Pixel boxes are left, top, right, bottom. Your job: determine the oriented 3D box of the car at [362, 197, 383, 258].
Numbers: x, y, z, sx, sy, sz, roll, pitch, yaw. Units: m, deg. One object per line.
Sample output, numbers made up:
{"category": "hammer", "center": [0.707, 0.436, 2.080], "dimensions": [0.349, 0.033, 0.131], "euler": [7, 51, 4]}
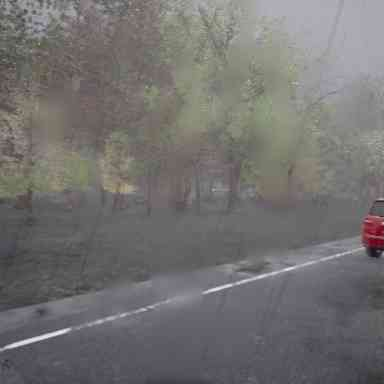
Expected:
{"category": "car", "center": [7.864, 1.182, 11.439], "dimensions": [5.566, 2.045, 2.150], "euler": [0, 1, -42]}
